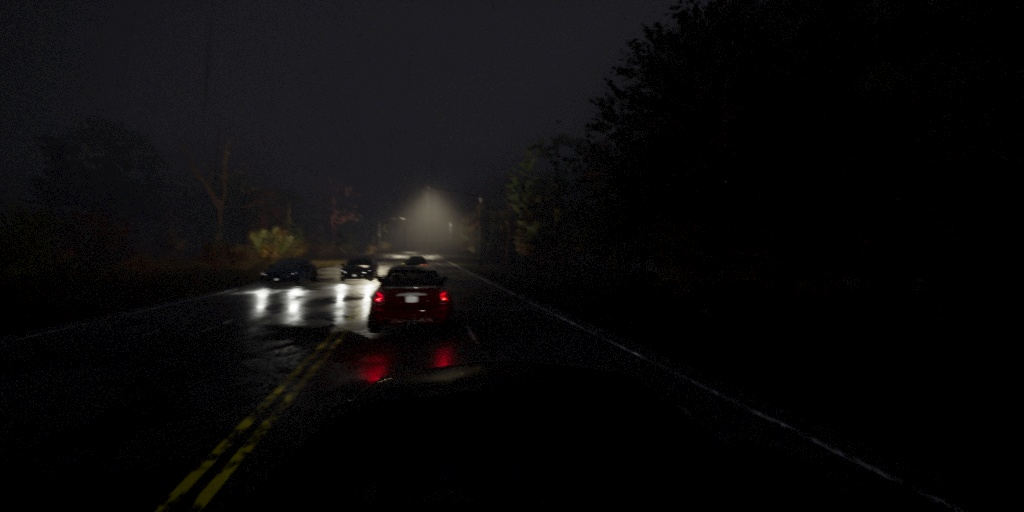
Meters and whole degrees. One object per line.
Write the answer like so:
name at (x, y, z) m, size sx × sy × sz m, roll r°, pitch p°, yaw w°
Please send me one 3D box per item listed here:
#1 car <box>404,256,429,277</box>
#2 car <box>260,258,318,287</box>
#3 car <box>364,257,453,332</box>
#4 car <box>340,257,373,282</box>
car at (-7.935, 0.776, 29.881) m, size 1.837 × 1.490 × 4.892 m, roll 1°, pitch 1°, yaw -14°
car at (-12.355, 0.848, 20.182) m, size 1.812 × 1.442 × 4.674 m, roll 1°, pitch 1°, yaw -15°
car at (-3.032, 1.049, 10.971) m, size 2.097 × 1.767 × 4.553 m, roll 1°, pitch 1°, yaw -15°
car at (-9.798, 0.839, 23.277) m, size 1.837 × 1.490 × 4.892 m, roll 1°, pitch 1°, yaw -14°
